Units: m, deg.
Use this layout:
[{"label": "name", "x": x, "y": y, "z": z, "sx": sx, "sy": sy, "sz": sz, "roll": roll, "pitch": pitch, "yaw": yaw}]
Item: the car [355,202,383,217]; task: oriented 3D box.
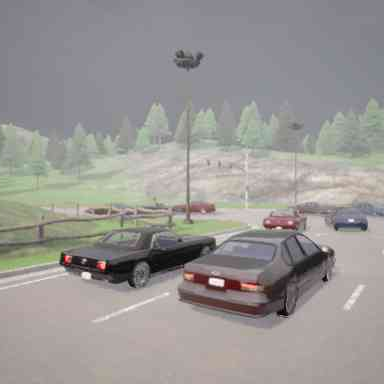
[{"label": "car", "x": 17.635, "y": 1.757, "z": 34.121, "sx": 2.033, "sy": 1.411, "sz": 5.357, "roll": 0, "pitch": 0, "yaw": -33}]

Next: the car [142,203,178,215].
[{"label": "car", "x": -4.383, "y": 1.823, "z": 35.989, "sx": 4.718, "sy": 1.301, "sz": 1.895, "roll": 0, "pitch": 0, "yaw": 17}]

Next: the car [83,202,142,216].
[{"label": "car", "x": -8.237, "y": 1.755, "z": 33.597, "sx": 5.357, "sy": 1.411, "sz": 2.033, "roll": 0, "pitch": 0, "yaw": 15}]

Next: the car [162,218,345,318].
[{"label": "car", "x": 1.852, "y": 1.596, "z": 7.728, "sx": 2.033, "sy": 1.411, "sz": 5.357, "roll": 0, "pitch": 0, "yaw": 35}]

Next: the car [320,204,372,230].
[{"label": "car", "x": 10.056, "y": 1.700, "z": 22.055, "sx": 1.994, "sy": 1.385, "sz": 4.181, "roll": 0, "pitch": 0, "yaw": 12}]

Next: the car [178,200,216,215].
[{"label": "car", "x": 0.257, "y": 1.710, "z": 37.693, "sx": 5.008, "sy": 1.535, "sz": 1.882, "roll": 0, "pitch": 0, "yaw": 22}]

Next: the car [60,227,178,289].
[{"label": "car", "x": -1.167, "y": 1.660, "z": 9.515, "sx": 1.895, "sy": 1.301, "sz": 4.718, "roll": 0, "pitch": 0, "yaw": 35}]

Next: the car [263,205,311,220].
[{"label": "car", "x": 5.817, "y": 1.727, "z": 20.420, "sx": 1.895, "sy": 1.301, "sz": 4.718, "roll": 0, "pitch": 0, "yaw": 27}]

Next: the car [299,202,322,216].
[{"label": "car", "x": 12.437, "y": 1.763, "z": 35.149, "sx": 2.033, "sy": 1.411, "sz": 5.357, "roll": 0, "pitch": -1, "yaw": -42}]

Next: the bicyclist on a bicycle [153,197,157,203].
[{"label": "bicyclist on a bicycle", "x": -5.764, "y": 1.619, "z": 51.557, "sx": 0.582, "sy": 1.620, "sz": 1.656, "roll": 0, "pitch": 0, "yaw": 14}]
